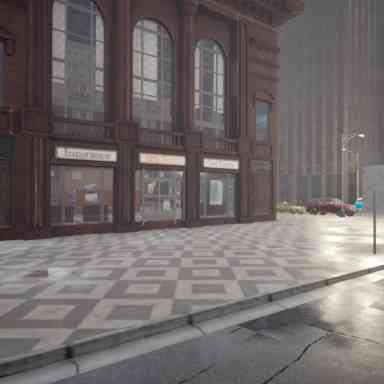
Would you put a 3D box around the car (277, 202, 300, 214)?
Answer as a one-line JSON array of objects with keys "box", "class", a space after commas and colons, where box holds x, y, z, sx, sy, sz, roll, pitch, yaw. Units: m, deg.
[{"box": [10.809, 1.800, 38.052, 1.752, 1.417, 4.829, 0, 0, -35], "class": "car"}]

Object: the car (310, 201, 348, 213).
[{"box": [17.670, 1.899, 43.116, 1.802, 1.307, 4.206, -1, 0, -35], "class": "car"}]

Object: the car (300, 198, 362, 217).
[{"box": [13.953, 1.523, 33.598, 2.192, 1.841, 5.009, 0, 0, -35], "class": "car"}]
